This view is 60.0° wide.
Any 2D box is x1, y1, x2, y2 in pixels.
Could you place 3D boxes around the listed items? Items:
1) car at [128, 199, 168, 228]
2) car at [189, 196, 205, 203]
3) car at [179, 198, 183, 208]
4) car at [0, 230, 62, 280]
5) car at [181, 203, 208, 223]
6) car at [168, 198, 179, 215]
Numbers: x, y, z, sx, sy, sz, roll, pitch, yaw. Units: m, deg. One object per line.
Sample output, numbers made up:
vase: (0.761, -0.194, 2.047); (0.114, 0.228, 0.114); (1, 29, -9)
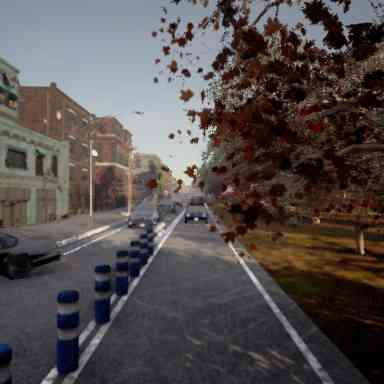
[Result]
car: (-3.143, 1.549, 23.554); (2.097, 1.767, 4.553); (0, 0, 1)
car: (0.742, 1.591, 51.525); (2.150, 2.045, 5.566); (0, 0, 1)
car: (-2.488, 1.661, 53.654); (1.882, 1.535, 5.008); (0, 0, 1)
car: (-6.116, 1.640, 8.373); (2.033, 1.411, 5.357); (-1, -1, 39)
car: (0.373, 1.826, 27.844); (1.895, 1.301, 4.718); (0, 0, 1)
car: (-2.884, 1.644, 37.824); (2.097, 1.767, 4.553); (0, -1, 1)
